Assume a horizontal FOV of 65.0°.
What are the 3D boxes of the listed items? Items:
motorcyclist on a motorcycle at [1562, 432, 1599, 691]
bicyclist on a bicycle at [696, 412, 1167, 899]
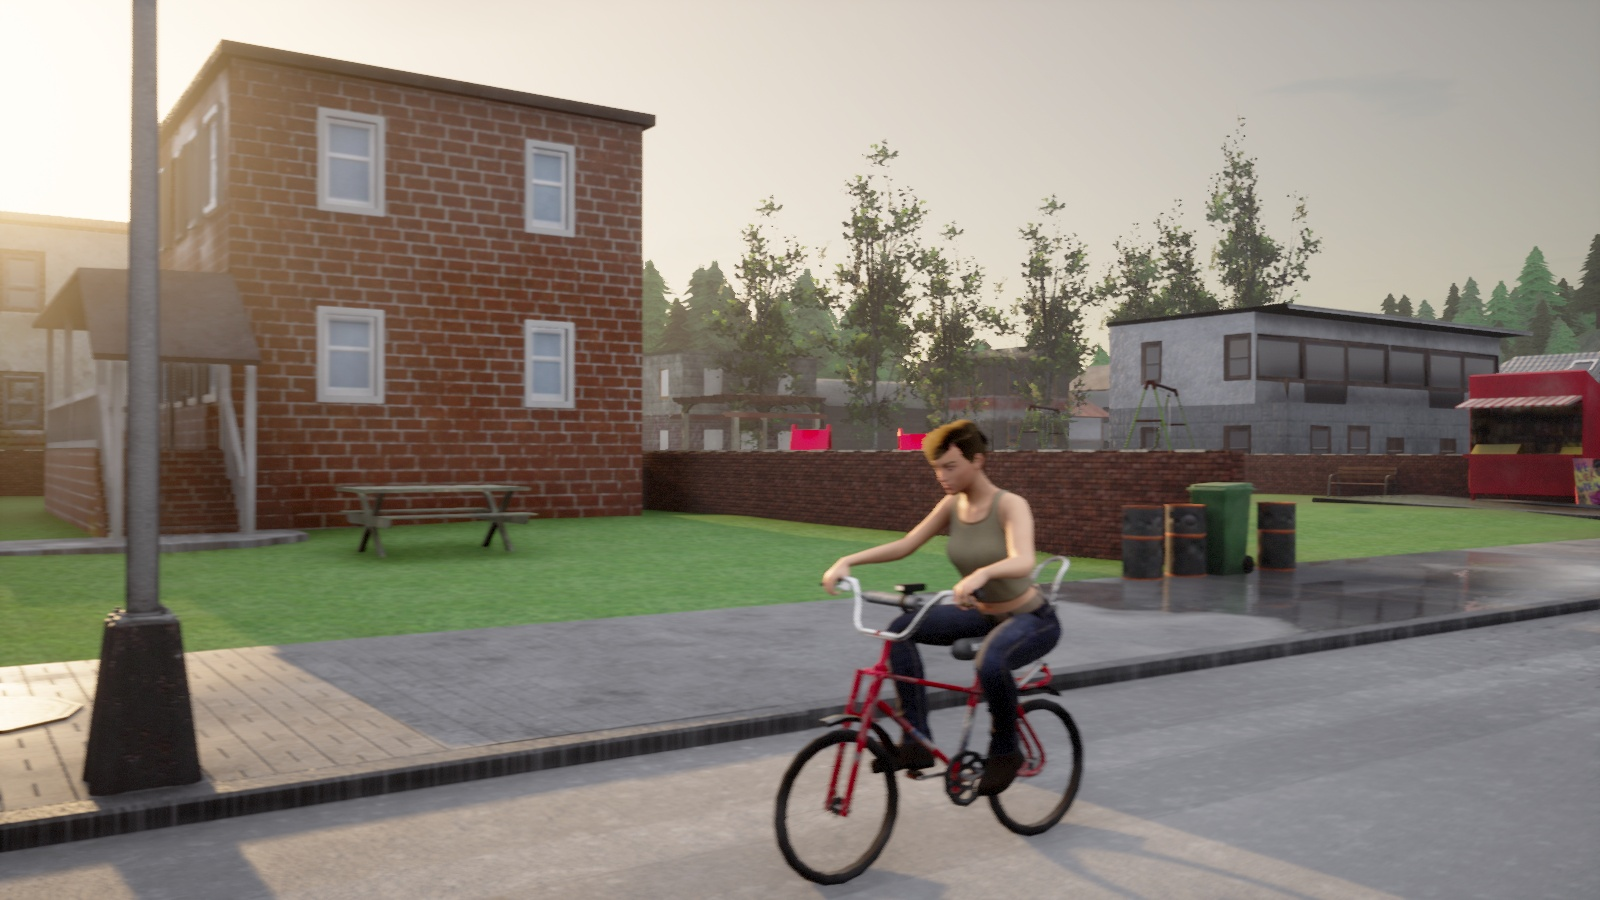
[{"bbox_3d":[6.142,0.703,8.519,2.350,1.649,0.766,0,0,-35],"label":"motorcyclist on a motorcycle"},{"bbox_3d":[0.495,0.692,4.593,1.509,1.612,0.866,0,0,-35],"label":"bicyclist on a bicycle"}]
